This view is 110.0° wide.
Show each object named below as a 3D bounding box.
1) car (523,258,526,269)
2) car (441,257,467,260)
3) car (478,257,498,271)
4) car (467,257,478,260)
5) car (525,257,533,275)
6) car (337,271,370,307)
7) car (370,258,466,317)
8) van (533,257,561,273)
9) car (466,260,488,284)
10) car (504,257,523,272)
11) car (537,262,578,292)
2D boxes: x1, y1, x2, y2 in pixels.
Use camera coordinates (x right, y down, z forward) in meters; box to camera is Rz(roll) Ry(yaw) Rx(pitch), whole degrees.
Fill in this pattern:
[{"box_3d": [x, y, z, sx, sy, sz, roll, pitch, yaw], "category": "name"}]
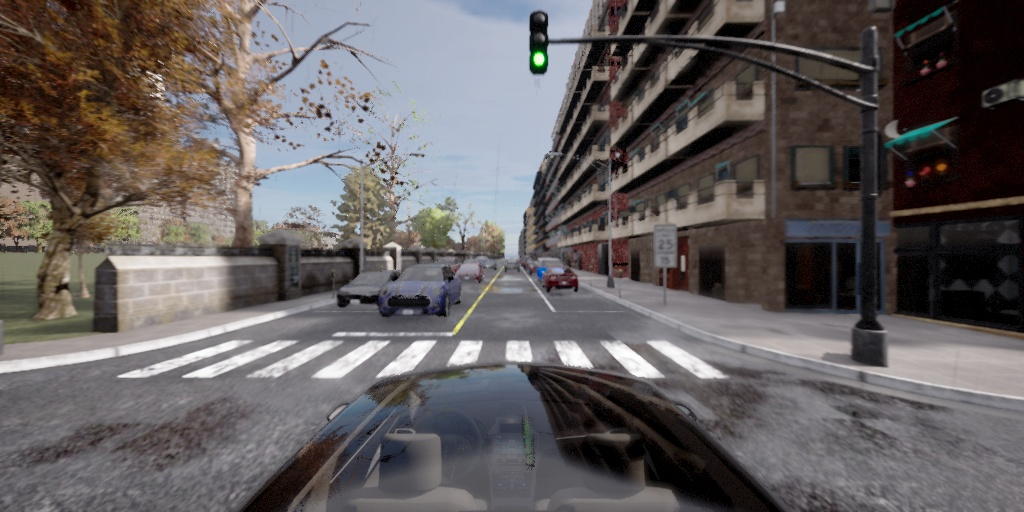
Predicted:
[{"box_3d": [2.705, 1.233, 43.318, 2.007, 1.370, 4.403, 0, 0, 0], "category": "car"}, {"box_3d": [-5.679, 1.011, 32.061, 2.192, 1.841, 5.009, 0, 0, 0], "category": "car"}, {"box_3d": [-2.992, 1.170, 48.537, 2.128, 1.511, 4.902, 0, 0, 0], "category": "car"}, {"box_3d": [-5.673, 1.117, 48.951, 1.967, 1.591, 4.097, 0, 0, 0], "category": "car"}, {"box_3d": [2.704, 1.128, 37.687, 1.967, 1.591, 4.097, 0, 0, 0], "category": "car"}, {"box_3d": [-5.685, 1.289, 15.170, 1.948, 1.339, 4.313, 0, 0, 0], "category": "car"}, {"box_3d": [-3.096, 1.080, 12.931, 2.097, 1.767, 4.553, 0, 0, 0], "category": "car"}, {"box_3d": [2.700, 1.044, 26.427, 1.690, 1.789, 3.998, 0, 0, 0], "category": "van"}, {"box_3d": [-3.085, 1.229, 26.895, 1.812, 1.442, 4.674, 0, 0, 0], "category": "car"}, {"box_3d": [0.015, 1.174, 43.466, 2.128, 1.511, 4.902, 0, 0, 0], "category": "car"}, {"box_3d": [2.697, 1.258, 20.797, 1.888, 1.381, 4.507, 0, 0, 0], "category": "car"}]
